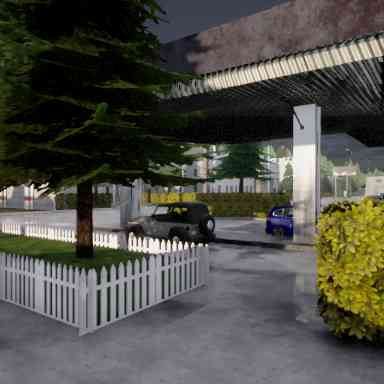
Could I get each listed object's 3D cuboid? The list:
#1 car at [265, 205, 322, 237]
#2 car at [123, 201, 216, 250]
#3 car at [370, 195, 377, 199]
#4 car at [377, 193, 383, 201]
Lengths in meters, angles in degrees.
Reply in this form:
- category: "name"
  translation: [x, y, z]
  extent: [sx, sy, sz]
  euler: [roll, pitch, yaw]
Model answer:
- category: "car"
  translation: [5.895, 1.482, 15.933]
  extent: [4.611, 1.667, 2.242]
  euler: [0, 0, 35]
- category: "car"
  translation: [-0.906, 1.317, 13.784]
  extent: [3.866, 1.878, 1.905]
  euler: [0, 0, 35]
- category: "car"
  translation: [33.116, 1.302, 60.206]
  extent: [2.007, 1.523, 4.514]
  euler: [0, 0, 35]
- category: "car"
  translation: [25.851, 1.079, 43.466]
  extent: [1.905, 1.878, 3.866]
  euler: [0, 0, 35]
